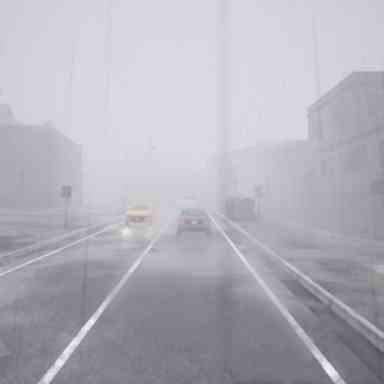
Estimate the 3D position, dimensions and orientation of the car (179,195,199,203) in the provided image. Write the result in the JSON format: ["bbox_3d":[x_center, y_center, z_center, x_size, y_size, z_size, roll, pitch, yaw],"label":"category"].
[{"bbox_3d":[-0.426,1.327,41.379,2.150,2.045,5.566,0,0,-5],"label":"car"}]

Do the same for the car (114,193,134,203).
[{"bbox_3d":[-13.168,1.309,64.610,2.150,2.045,5.566,2,-1,-38],"label":"car"}]

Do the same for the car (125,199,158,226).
[{"bbox_3d":[-3.618,1.538,24.461,1.882,1.535,5.008,0,0,0],"label":"car"}]

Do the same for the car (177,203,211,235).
[{"bbox_3d":[0.099,1.595,19.165,2.033,1.411,5.357,0,0,0],"label":"car"}]
